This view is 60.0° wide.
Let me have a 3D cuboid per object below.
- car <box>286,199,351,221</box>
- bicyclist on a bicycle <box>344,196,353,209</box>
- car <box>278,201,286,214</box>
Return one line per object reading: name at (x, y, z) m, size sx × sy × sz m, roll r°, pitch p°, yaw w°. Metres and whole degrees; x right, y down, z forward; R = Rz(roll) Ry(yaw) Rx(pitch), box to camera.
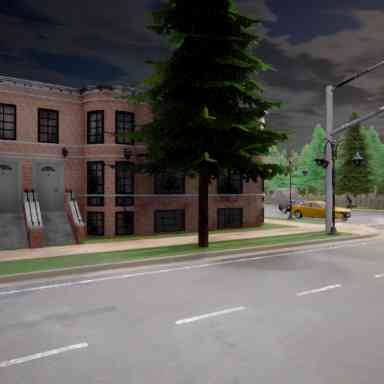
car at (10.390, 1.478, 27.031) m, size 1.882 × 1.535 × 5.008 m, roll 0°, pitch 0°, yaw -31°
bicyclist on a bicycle at (19.144, 1.301, 40.639) m, size 1.656 × 1.620 × 0.582 m, roll 0°, pitch 0°, yaw -31°
car at (10.824, 1.491, 33.156) m, size 2.128 × 1.511 × 4.902 m, roll 0°, pitch 0°, yaw -31°
